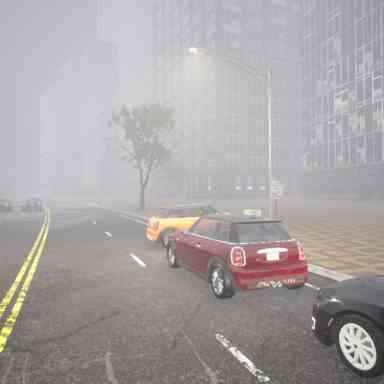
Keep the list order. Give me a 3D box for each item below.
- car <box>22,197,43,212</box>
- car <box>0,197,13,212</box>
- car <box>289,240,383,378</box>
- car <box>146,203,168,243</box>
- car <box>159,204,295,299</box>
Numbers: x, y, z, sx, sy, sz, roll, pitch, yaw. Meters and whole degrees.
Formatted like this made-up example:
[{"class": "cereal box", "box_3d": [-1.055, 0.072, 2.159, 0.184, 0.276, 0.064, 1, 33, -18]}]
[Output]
[{"class": "car", "box_3d": [-18.864, 1.393, 39.376, 2.097, 1.767, 4.553, 0, 0, -24]}, {"class": "car", "box_3d": [-21.832, 1.390, 38.052, 2.097, 1.767, 4.553, 0, 0, -24]}, {"class": "car", "box_3d": [3.614, 1.505, 3.383, 1.837, 1.490, 4.892, 0, 0, -36]}, {"class": "car", "box_3d": [0.361, 1.276, 14.456, 4.553, 1.767, 2.097, -3, 1, -18]}, {"class": "car", "box_3d": [0.874, 1.355, 8.851, 2.097, 1.767, 4.553, 0, 0, -22]}]
